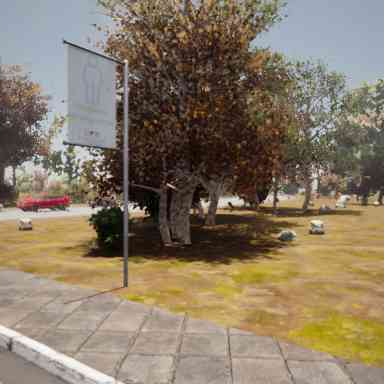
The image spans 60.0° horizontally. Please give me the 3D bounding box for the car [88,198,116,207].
[{"bbox_3d":[-13.081,1.539,48.817,1.994,1.385,4.181,0,0,38],"label":"car"}]

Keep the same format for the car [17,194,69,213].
[{"bbox_3d":[-16.937,1.227,38.240,2.150,2.045,5.566,0,0,38],"label":"car"}]

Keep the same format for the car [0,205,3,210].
[{"bbox_3d":[-23.262,1.613,35.912,1.895,1.301,4.718,0,0,39],"label":"car"}]
